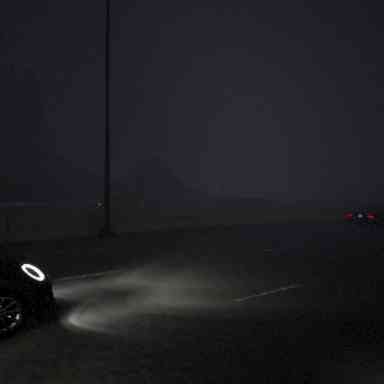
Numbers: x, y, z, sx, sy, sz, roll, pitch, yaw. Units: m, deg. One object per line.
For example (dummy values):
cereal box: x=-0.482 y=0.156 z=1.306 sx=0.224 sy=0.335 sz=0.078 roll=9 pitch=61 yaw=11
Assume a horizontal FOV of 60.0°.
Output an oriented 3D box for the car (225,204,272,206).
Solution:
car: x=5.734 y=1.216 z=32.120 sx=4.181 sy=1.385 sz=1.994 roll=0 pitch=1 yaw=-28

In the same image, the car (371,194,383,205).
car: x=29.695 y=1.114 z=50.561 sx=4.674 sy=1.442 sz=1.812 roll=0 pitch=1 yaw=-20

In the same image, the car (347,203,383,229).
car: x=11.619 y=1.382 z=19.714 sx=5.357 sy=1.411 sz=2.033 roll=0 pitch=1 yaw=-27

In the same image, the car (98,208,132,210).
car: x=-7.181 y=1.043 z=32.690 sx=5.008 sy=1.535 sz=1.882 roll=0 pitch=1 yaw=-31

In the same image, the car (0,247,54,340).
car: x=-4.494 y=1.263 z=4.820 sx=4.553 sy=1.767 sz=2.097 roll=0 pitch=1 yaw=-36
